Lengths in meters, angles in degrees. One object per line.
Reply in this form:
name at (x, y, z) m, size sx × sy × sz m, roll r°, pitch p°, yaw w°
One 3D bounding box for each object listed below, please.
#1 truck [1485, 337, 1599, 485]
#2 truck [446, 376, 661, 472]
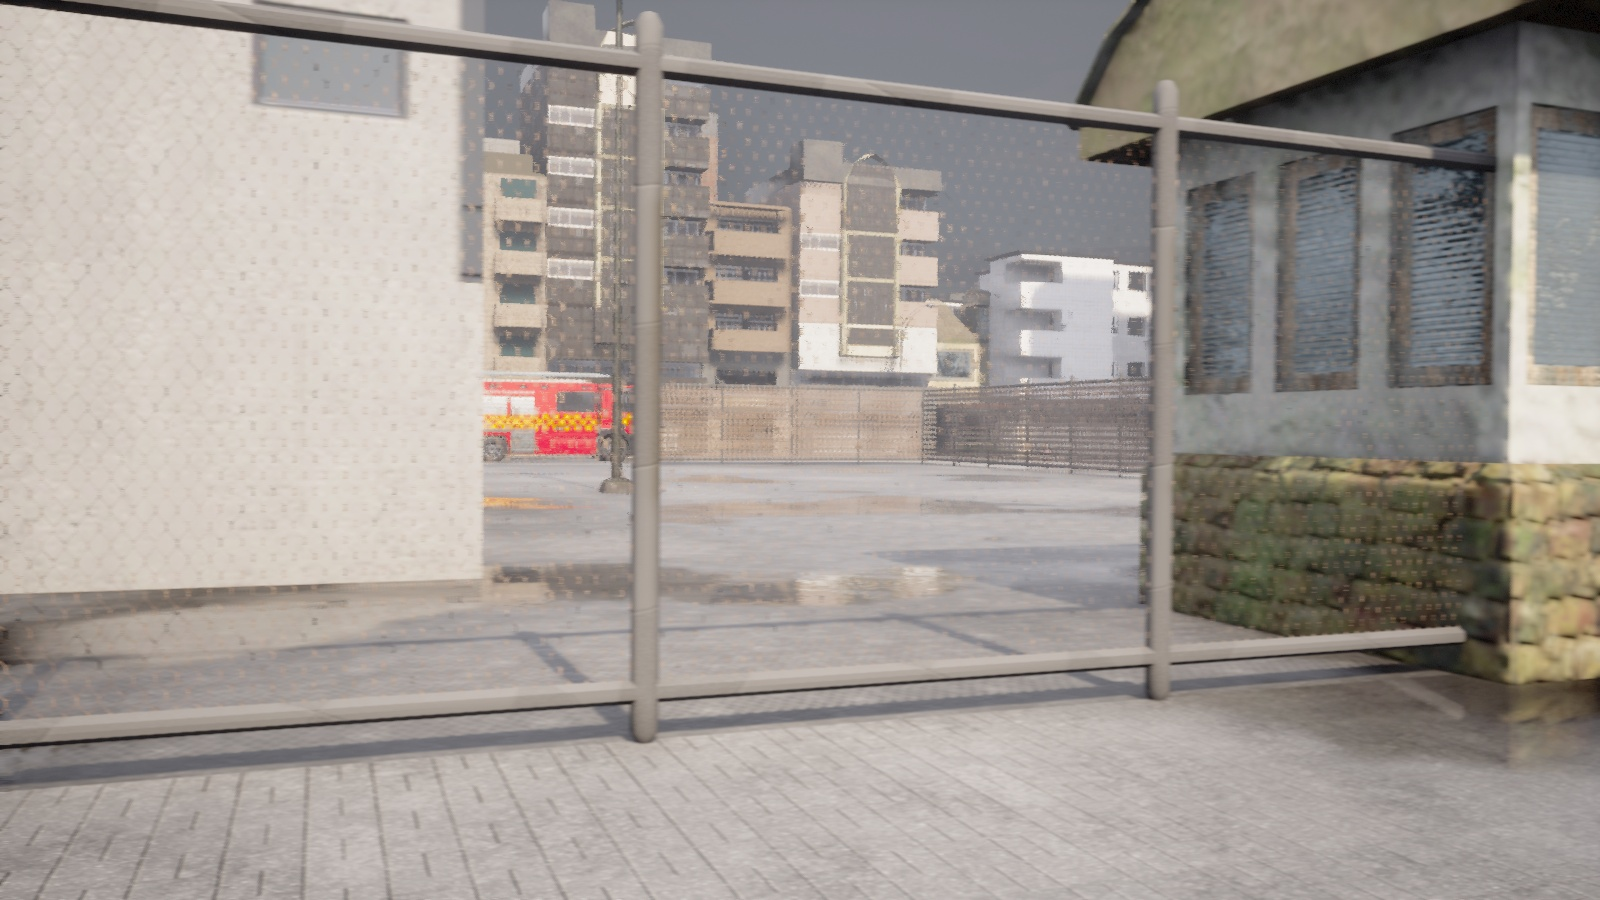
truck at (20.395, -0.930, 29.285) m, size 2.891 × 3.462 × 7.936 m, roll -1°, pitch 1°, yaw -18°
truck at (-10.355, -1.131, 52.848) m, size 8.468 × 3.827 × 2.891 m, roll -1°, pitch 1°, yaw -20°
